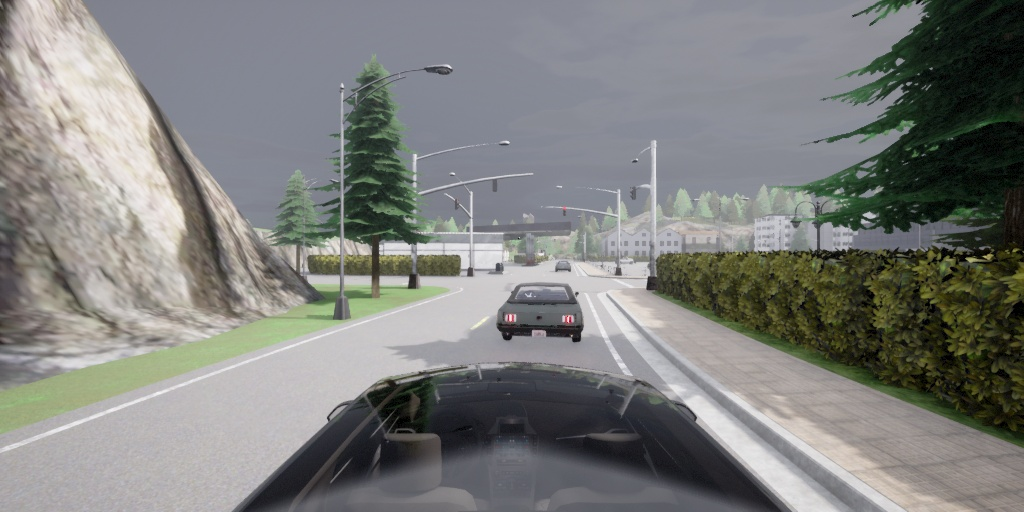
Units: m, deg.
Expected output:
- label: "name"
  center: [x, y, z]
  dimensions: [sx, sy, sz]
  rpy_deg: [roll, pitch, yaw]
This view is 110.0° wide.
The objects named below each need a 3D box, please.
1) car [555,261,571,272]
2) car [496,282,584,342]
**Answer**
- label: "car"
  center: [6.548, 1.314, 45.801]
  dimensions: [1.994, 1.385, 4.181]
  rpy_deg: [0, 0, 9]
- label: "car"
  center: [0.881, 1.351, 9.770]
  dimensions: [1.895, 1.301, 4.718]
  rpy_deg: [0, 0, 8]
